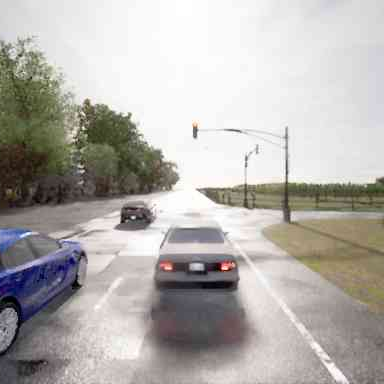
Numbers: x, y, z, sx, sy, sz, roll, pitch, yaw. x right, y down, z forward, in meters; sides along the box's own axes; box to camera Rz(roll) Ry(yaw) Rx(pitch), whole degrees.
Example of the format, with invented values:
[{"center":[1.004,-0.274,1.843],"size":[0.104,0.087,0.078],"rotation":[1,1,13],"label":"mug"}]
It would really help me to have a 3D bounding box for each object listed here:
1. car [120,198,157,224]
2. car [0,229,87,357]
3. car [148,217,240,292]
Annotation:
[{"center":[-3.450,1.187,21.922],"size":[1.837,1.490,4.892],"rotation":[0,1,0],"label":"car"},{"center":[-3.408,1.391,5.870],"size":[1.882,1.535,5.008],"rotation":[0,1,0],"label":"car"},{"center":[0.082,1.419,8.773],"size":[2.033,1.411,5.357],"rotation":[0,1,0],"label":"car"}]
